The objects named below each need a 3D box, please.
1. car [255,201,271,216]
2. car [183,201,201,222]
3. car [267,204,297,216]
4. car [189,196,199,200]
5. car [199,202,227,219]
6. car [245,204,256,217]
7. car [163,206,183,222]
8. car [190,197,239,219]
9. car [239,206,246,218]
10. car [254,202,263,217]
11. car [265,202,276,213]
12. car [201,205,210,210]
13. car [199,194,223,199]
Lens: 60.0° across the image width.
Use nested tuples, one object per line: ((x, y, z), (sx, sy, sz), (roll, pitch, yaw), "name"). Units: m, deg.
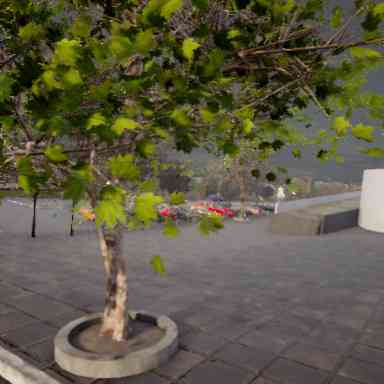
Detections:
((9.940, 2.874, 54.227), (4.553, 1.767, 2.185), (7, 2, 16), "car")
((-2.435, 2.123, 37.280), (5.566, 2.045, 2.435), (7, 3, 16), "car")
((17.225, 3.425, 63.848), (5.366, 1.575, 1.946), (8, 2, 16), "car")
((1.151, 1.501, 70.483), (1.994, 1.385, 4.181), (8, 3, 36), "car")
((1.257, 2.568, 42.079), (5.366, 1.575, 1.946), (7, 3, 16), "car")
((6.411, 2.819, 49.378), (4.892, 1.521, 2.231), (7, 3, 16), "car")
((-4.286, 2.026, 34.874), (5.566, 2.045, 2.435), (7, 3, 17), "car")
((2.913, 2.392, 44.531), (5.566, 2.045, 2.435), (7, 3, 16), "car")
((4.658, 2.759, 46.964), (4.792, 1.488, 2.163), (7, 3, 16), "car")
((8.225, 2.789, 51.784), (4.553, 1.767, 2.185), (7, 3, 16), "car")
((13.560, 2.953, 59.047), (5.566, 2.045, 2.435), (7, 2, 16), "car")
((-0.711, 2.498, 39.719), (4.674, 1.452, 2.002), (7, 3, 16), "car")
((4.551, 1.524, 70.014), (2.150, 2.045, 5.566), (8, 3, 36), "car")
